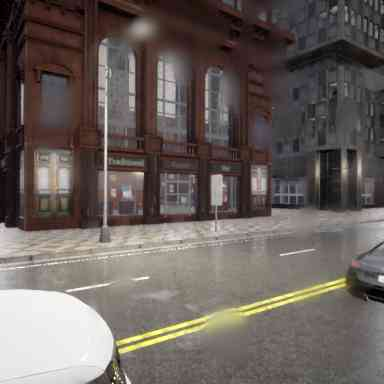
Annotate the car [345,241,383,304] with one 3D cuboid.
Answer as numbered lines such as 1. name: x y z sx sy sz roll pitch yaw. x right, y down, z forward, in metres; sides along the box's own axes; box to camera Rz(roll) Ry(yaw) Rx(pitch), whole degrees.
1. car: 5.175 1.560 7.149 4.181 1.385 1.994 0 0 -35

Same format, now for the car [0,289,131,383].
1. car: -2.943 1.221 1.336 5.566 2.045 2.150 0 0 -36
